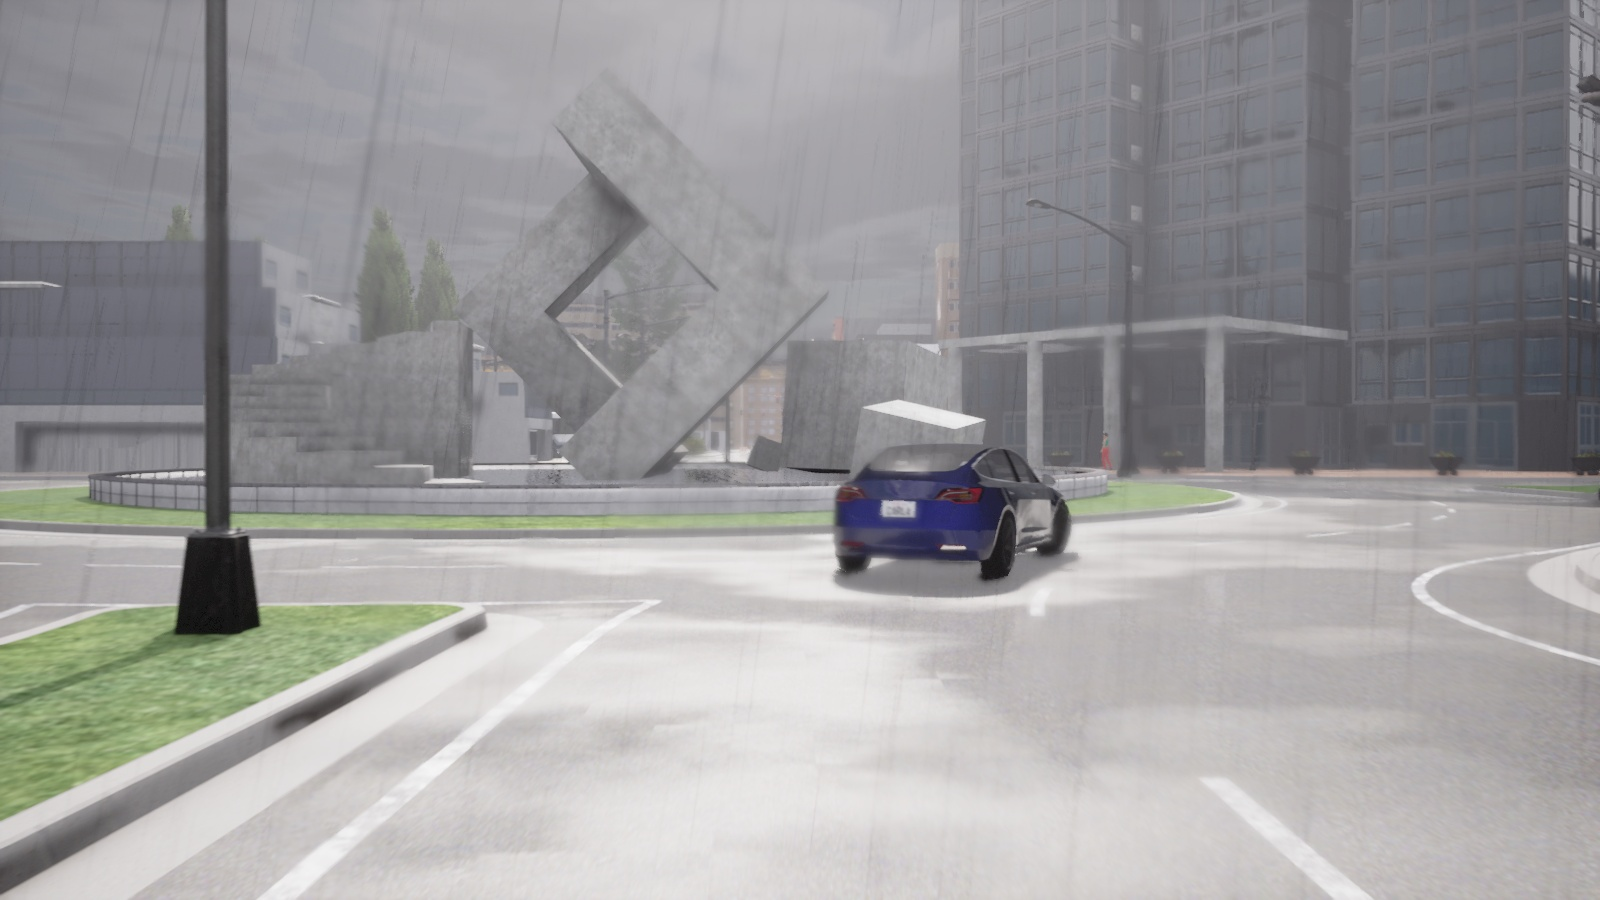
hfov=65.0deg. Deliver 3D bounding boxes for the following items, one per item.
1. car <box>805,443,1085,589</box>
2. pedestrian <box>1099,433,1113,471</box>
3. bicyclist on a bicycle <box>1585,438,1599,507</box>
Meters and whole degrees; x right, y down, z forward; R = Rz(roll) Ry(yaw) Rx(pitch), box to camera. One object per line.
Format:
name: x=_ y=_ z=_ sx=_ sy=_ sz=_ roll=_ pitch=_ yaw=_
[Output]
car: x=1.983 y=0.661 z=15.470 sx=2.163 sy=1.488 sz=4.792 roll=0 pitch=0 yaw=23
pedestrian: x=14.759 y=0.081 z=60.523 sx=0.345 sy=1.836 sz=0.594 roll=0 pitch=0 yaw=-34
bicyclist on a bicycle: x=19.491 y=0.533 z=29.647 sx=1.509 sy=1.612 sz=0.866 roll=0 pitch=1 yaw=-20
